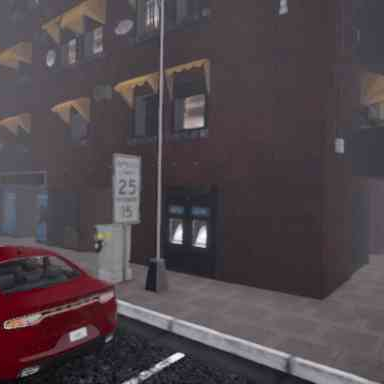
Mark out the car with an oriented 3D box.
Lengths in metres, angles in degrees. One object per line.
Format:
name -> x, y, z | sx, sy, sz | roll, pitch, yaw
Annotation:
car -> -3.103, 1.548, 5.344 | 4.507, 1.381, 1.887 | 0, 0, 38
